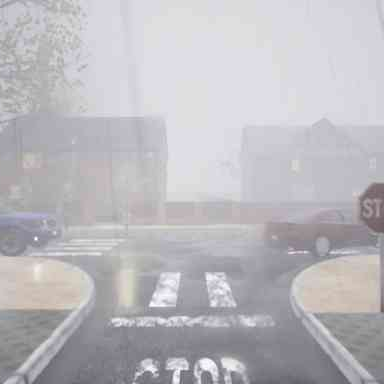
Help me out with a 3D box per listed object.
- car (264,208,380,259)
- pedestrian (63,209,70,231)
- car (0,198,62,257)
[{"bbox_3d":[4.871,1.292,11.689,5.008,1.535,1.882,0,-3,-26],"label":"car"},{"bbox_3d":[-6.741,1.139,17.891,0.375,1.860,0.375,0,0,1],"label":"pedestrian"},{"bbox_3d":[-7.710,1.153,12.041,5.566,2.045,2.150,-1,-1,1],"label":"car"}]
